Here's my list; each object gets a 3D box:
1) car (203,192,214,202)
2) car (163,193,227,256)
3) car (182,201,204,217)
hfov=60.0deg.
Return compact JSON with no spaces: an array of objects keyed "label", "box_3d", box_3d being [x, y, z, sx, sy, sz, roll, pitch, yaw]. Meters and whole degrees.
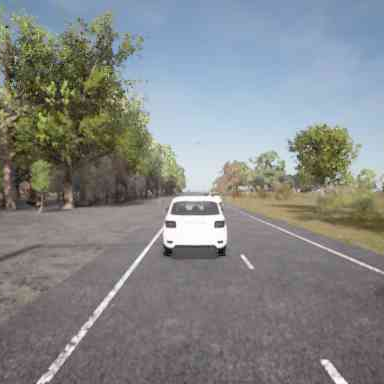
[{"label":"car","box_3d":[3.531,1.060,73.216,2.150,2.045,5.566,0,0,0]},{"label":"car","box_3d":[0.104,1.190,13.160,2.150,2.045,5.566,0,0,0]},{"label":"car","box_3d":[0.111,1.527,31.632,1.895,1.301,4.718,0,0,0]}]
